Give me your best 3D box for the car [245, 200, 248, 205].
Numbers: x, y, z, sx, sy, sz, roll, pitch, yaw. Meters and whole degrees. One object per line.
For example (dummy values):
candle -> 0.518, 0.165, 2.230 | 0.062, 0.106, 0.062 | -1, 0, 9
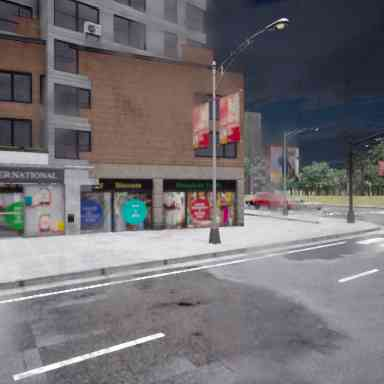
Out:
car -> 9.586, 1.470, 47.548 | 1.895, 1.301, 4.718 | 0, 0, -22

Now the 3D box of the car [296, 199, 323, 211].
car -> 13.075, 1.490, 39.076 | 1.895, 1.301, 4.718 | 0, 0, -23

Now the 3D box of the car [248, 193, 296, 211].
car -> 9.383, 1.120, 39.463 | 2.150, 2.045, 5.566 | 0, 0, -22
